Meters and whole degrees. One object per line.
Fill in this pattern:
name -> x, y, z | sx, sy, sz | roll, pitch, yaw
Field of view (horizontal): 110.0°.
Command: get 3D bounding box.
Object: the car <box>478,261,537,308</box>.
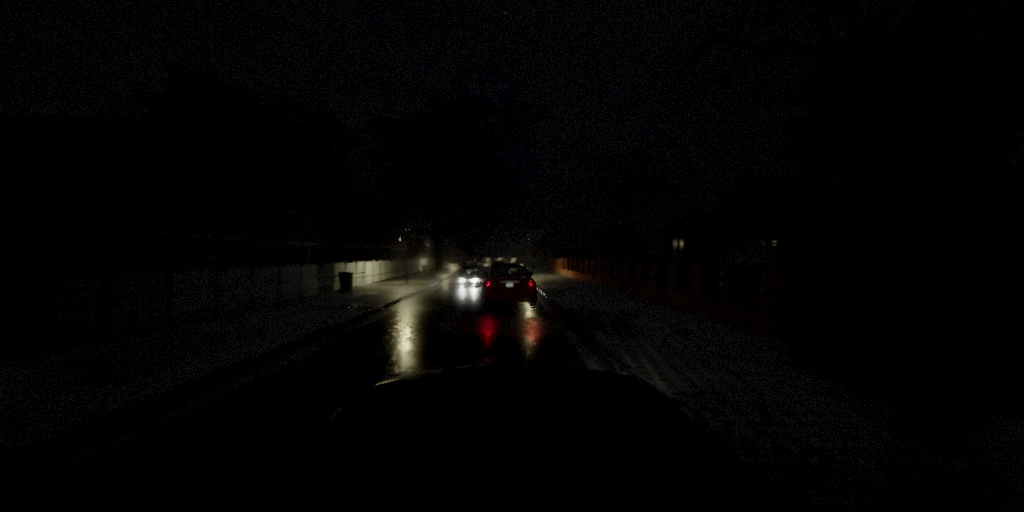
car -> -0.144, 1.079, 15.268 | 2.097, 1.767, 4.553 | 0, 0, -2

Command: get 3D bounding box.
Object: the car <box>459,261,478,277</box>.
car -> -3.964, 1.201, 34.203 | 2.128, 1.511, 4.902 | 0, 0, -3
